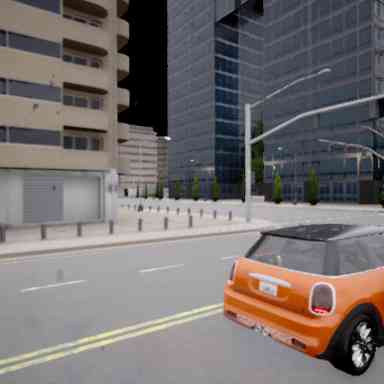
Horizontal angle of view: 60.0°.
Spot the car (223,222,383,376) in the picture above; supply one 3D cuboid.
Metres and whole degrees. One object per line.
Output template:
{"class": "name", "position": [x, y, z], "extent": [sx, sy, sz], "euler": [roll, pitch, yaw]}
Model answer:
{"class": "car", "position": [2.781, 1.324, 5.774], "extent": [4.553, 1.767, 2.097], "euler": [0, 0, -35]}
